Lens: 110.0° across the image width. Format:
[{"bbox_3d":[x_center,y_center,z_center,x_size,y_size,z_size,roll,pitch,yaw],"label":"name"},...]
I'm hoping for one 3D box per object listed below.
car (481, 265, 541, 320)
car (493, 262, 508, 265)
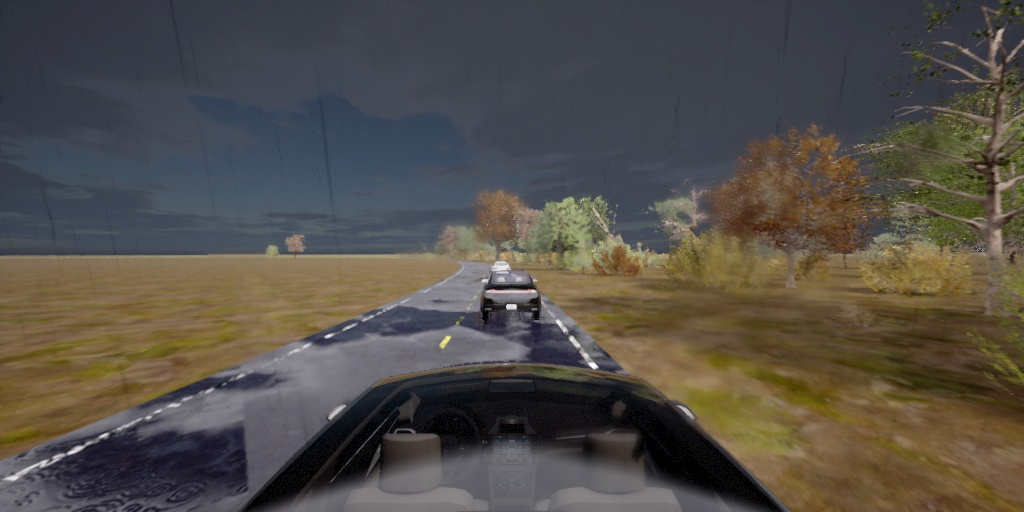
[{"bbox_3d":[-0.067,1.236,12.617,2.128,1.511,4.902,0,0,-1],"label":"car"},{"bbox_3d":[-1.071,1.262,34.521,1.812,1.442,4.674,0,0,-4],"label":"car"}]
